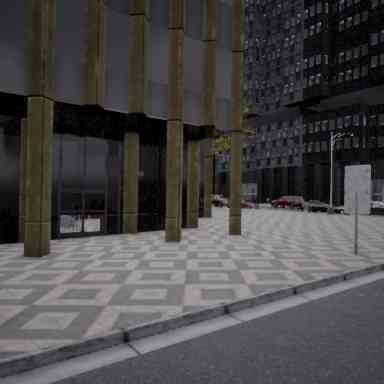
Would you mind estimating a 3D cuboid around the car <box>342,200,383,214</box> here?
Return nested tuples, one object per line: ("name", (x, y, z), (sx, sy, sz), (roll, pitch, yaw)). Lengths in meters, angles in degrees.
("car", (20.134, 1.708, 38.767), (2.008, 1.369, 4.403), (1, -1, -35))

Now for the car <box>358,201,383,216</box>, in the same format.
("car", (16.376, 1.517, 29.332), (2.008, 1.369, 4.403), (1, -1, -35))

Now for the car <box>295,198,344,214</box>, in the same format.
("car", (13.186, 1.539, 33.829), (1.947, 1.339, 4.313), (1, -1, -35))

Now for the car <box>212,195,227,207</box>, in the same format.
("car", (3.623, 1.311, 47.323), (2.192, 1.841, 5.009), (1, -1, -35))

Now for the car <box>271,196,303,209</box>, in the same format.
("car", (13.760, 1.487, 47.763), (2.192, 1.841, 5.009), (1, -1, -35))

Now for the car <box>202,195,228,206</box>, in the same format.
("car", (4.193, 1.511, 61.253), (2.192, 1.841, 5.009), (1, -1, -35))

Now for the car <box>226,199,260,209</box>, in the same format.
("car", (6.808, 1.570, 42.823), (1.802, 1.307, 4.206), (1, -1, -35))
